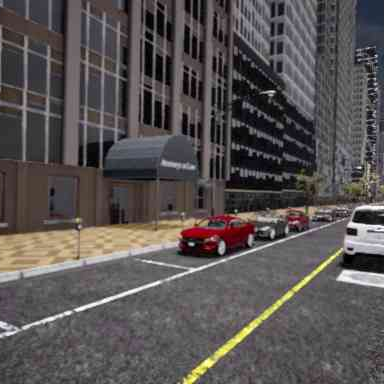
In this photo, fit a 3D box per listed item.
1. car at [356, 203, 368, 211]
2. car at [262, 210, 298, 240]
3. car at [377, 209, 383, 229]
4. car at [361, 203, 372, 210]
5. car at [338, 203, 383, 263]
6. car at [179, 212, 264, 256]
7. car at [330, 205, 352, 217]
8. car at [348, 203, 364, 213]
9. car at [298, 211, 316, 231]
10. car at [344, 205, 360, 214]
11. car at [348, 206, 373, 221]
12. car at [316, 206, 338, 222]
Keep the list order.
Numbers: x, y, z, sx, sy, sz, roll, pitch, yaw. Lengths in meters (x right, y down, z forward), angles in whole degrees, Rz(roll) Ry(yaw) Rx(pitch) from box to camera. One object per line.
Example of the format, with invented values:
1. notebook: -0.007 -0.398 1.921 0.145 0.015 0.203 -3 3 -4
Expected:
1. car: 34.160 3.019 66.760 1.752 1.417 4.829 1 -1 32
2. car: 4.176 1.811 18.691 2.008 1.369 4.403 1 -1 32
3. car: 16.518 2.215 27.552 1.812 1.442 4.674 1 0 32
4. car: 40.263 3.309 76.546 1.947 1.339 4.313 1 -1 32
5. car: 7.199 1.527 12.570 2.150 2.045 5.566 1 0 32
6. car: 1.169 1.681 13.870 1.887 1.381 4.507 1 -1 32
7. car: 19.213 2.430 42.797 2.008 1.369 4.403 1 -1 32
8. car: 28.237 2.690 57.262 1.967 1.590 4.097 1 -1 32
9. car: 7.183 1.966 23.512 1.802 1.307 4.206 1 -1 32
10. car: 25.226 2.708 52.439 1.802 1.307 4.206 1 -1 32
11. car: 19.248 2.392 37.802 2.033 1.411 5.357 1 -1 32
12. car: 13.198 2.183 33.155 2.008 1.369 4.403 1 -1 32
